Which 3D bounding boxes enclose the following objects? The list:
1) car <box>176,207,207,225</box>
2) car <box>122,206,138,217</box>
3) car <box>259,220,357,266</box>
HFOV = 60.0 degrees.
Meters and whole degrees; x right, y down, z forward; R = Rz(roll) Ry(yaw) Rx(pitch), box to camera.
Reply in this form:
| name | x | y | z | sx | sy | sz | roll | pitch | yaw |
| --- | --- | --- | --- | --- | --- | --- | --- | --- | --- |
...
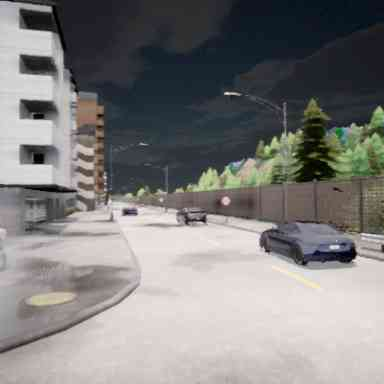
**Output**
| name | x | y | z | sx | sy | sz | roll | pitch | yaw |
| --- | --- | --- | --- | --- | --- | --- | --- | --- | --- |
| car | -0.090 | 2.038 | 29.182 | 2.128 | 1.511 | 4.902 | 0 | -1 | -14 |
| car | -8.195 | 2.522 | 43.884 | 1.895 | 1.301 | 4.718 | 0 | -1 | -14 |
| car | 4.103 | 1.748 | 12.463 | 1.994 | 1.385 | 4.181 | 0 | -1 | -11 |
